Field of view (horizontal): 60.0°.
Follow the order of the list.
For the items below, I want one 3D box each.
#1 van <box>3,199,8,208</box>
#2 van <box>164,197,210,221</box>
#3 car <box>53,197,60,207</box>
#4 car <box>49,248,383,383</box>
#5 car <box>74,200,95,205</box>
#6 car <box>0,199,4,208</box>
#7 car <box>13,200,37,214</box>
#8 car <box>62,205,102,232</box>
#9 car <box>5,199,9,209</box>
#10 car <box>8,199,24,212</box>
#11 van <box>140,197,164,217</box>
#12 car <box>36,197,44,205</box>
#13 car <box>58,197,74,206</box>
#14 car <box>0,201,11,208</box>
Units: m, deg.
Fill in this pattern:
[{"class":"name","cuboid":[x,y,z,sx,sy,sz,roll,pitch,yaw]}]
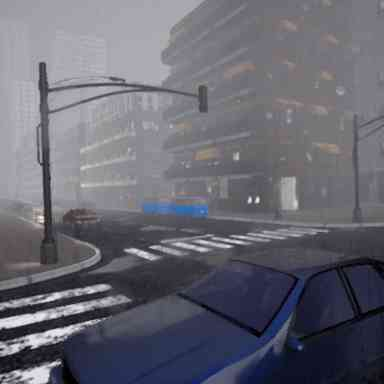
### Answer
[{"class":"van","cuboid":[-31.922,2.195,59.123,1.690,1.788,3.998,-3,1,-33]},{"class":"van","cuboid":[-0.296,1.250,26.264,1.690,1.788,3.998,-3,1,-33]},{"class":"car","cuboid":[-28.022,1.988,68.369,2.192,1.841,5.009,-3,1,-33]},{"class":"car","cuboid":[1.216,1.492,4.113,5.357,1.411,2.033,-1,0,-33]},{"class":"car","cuboid":[-15.688,1.915,49.659,1.802,1.307,4.206,-3,1,-33]},{"class":"car","cuboid":[-38.103,2.340,68.466,2.192,1.841,5.009,-3,1,-33]},{"class":"car","cuboid":[-22.670,2.181,45.091,1.802,1.307,4.206,-3,1,-33]},{"class":"car","cuboid":[-7.266,1.757,21.699,1.802,1.307,4.206,-3,1,-33]},{"class":"car","cuboid":[-28.832,2.320,54.447,2.008,1.369,4.403,-3,1,-33]},{"class":"car","cuboid":[-25.756,2.124,49.767,1.967,1.590,4.097,-3,1,-33]},{"class":"van","cuboid":[-3.376,1.335,30.942,1.690,1.788,3.998,-3,1,-33]},{"class":"car","cuboid":[-34.183,2.159,77.725,2.192,1.841,5.009,-3,1,-33]},{"class":"car","cuboid":[-21.945,2.031,59.157,1.752,1.417,4.829,-3,1,-33]},{"class":"car","cuboid":[-41.188,2.662,73.138,2.008,1.369,4.403,-3,1,-33]}]
